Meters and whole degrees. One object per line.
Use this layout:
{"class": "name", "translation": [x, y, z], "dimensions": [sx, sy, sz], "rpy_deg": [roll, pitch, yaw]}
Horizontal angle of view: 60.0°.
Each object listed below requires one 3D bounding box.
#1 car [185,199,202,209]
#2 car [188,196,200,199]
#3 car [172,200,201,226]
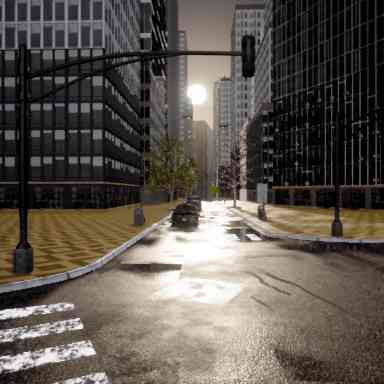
{"class": "car", "translation": [-0.114, 1.776, 35.644], "dimensions": [1.812, 1.442, 4.674], "rpy_deg": [0, 0, 2]}
{"class": "car", "translation": [0.300, 1.567, 47.833], "dimensions": [2.150, 2.045, 5.566], "rpy_deg": [0, -1, 2]}
{"class": "car", "translation": [-0.462, 1.653, 25.431], "dimensions": [1.882, 1.535, 5.008], "rpy_deg": [0, 0, 2]}
